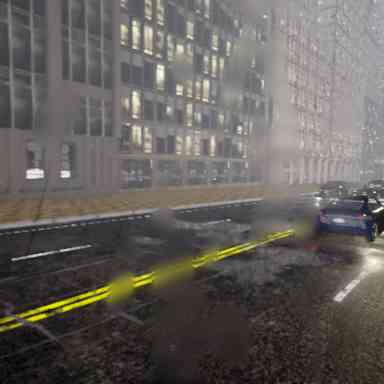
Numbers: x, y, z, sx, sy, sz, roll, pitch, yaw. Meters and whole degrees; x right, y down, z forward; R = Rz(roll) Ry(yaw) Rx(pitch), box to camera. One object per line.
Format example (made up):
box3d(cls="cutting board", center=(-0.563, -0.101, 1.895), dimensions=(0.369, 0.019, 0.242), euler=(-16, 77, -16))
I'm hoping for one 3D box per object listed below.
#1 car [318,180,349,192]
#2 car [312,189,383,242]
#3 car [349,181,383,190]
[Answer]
box3d(cls="car", center=(13.428, -0.315, 31.205), dimensions=(1.837, 1.490, 4.892), euler=(4, 5, 41))
box3d(cls="car", center=(6.051, 0.803, 12.280), dimensions=(1.994, 1.385, 4.181), euler=(4, 5, 40))
box3d(cls="car", center=(15.335, 0.005, 28.455), dimensions=(1.895, 1.301, 4.718), euler=(4, 5, 40))
